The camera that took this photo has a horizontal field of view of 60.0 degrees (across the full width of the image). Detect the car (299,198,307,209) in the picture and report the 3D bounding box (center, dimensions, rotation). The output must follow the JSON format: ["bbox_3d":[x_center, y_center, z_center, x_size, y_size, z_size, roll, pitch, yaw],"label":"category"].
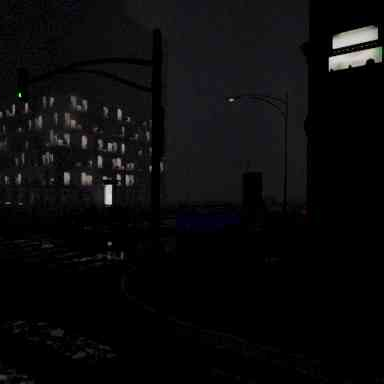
[{"bbox_3d":[15.639,1.442,42.313,1.837,1.490,4.892,1,1,36],"label":"car"}]

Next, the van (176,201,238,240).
[{"bbox_3d":[0.875,1.368,16.991,1.690,1.788,3.998,1,1,35],"label":"van"}]

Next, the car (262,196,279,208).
[{"bbox_3d":[10.082,1.293,44.390,1.967,1.590,4.097,1,1,35],"label":"car"}]

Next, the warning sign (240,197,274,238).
[{"bbox_3d":[3.157,1.177,16.097,1.300,1.860,1.060,1,1,35],"label":"warning sign"}]

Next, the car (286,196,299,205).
[{"bbox_3d":[16.399,1.364,53.269,1.752,1.417,4.829,1,1,35],"label":"car"}]

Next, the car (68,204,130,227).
[{"bbox_3d":[-5.956,1.467,21.852,1.947,1.339,4.313,1,1,35],"label":"car"}]
